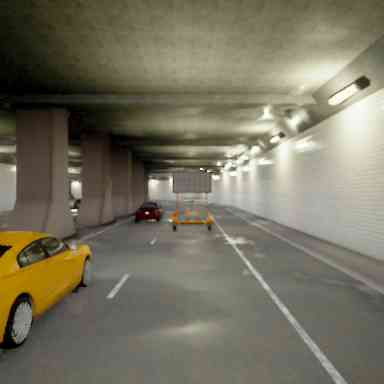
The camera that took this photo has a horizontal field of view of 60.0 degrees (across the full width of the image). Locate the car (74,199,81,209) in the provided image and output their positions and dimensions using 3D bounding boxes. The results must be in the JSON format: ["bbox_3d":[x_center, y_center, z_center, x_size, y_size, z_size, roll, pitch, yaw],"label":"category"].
[{"bbox_3d":[-14.305,1.535,44.482,1.812,1.442,4.674,0,0,-3],"label":"car"}]

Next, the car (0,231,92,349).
[{"bbox_3d":[-3.399,1.479,6.264,1.882,1.535,5.008,0,0,0],"label":"car"}]

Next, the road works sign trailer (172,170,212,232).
[{"bbox_3d":[0.003,0.468,20.136,2.380,3.560,2.880,0,0,0],"label":"road works sign trailer"}]

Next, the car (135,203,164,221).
[{"bbox_3d":[-3.397,1.569,27.237,1.994,1.385,4.181,0,0,0],"label":"car"}]
